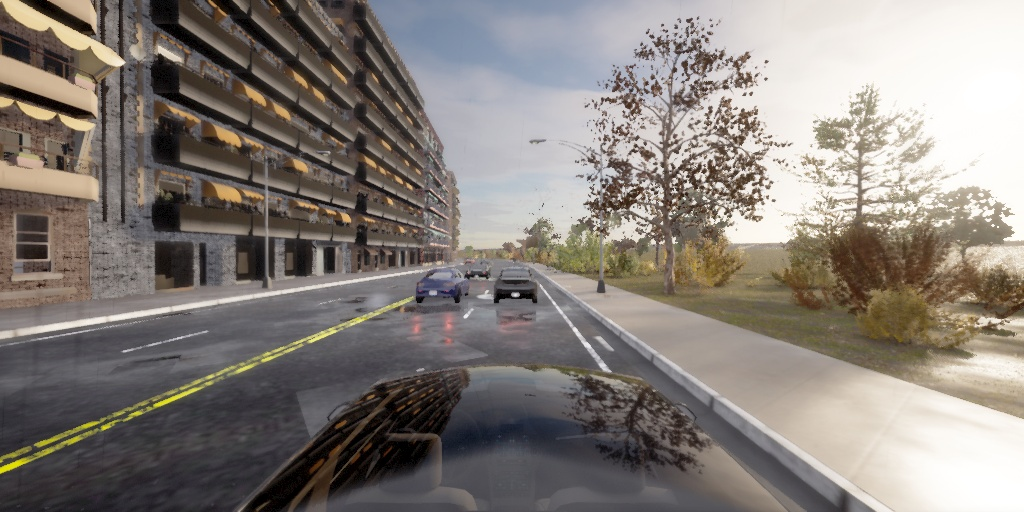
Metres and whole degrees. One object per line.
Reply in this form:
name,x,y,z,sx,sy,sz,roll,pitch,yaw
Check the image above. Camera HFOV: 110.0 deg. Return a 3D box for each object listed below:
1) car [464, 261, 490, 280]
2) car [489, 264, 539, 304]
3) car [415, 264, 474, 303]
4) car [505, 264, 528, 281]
car,-2.848,1.370,31.460,1.895,1.301,4.718,0,0,1
car,0.176,1.267,16.382,1.837,1.490,4.892,0,0,1
car,-3.073,1.283,16.430,1.812,1.442,4.674,0,0,1
car,0.402,1.370,31.411,1.895,1.301,4.718,0,0,1
